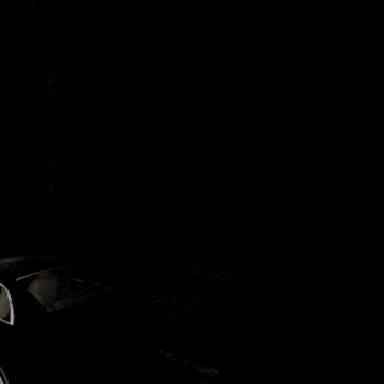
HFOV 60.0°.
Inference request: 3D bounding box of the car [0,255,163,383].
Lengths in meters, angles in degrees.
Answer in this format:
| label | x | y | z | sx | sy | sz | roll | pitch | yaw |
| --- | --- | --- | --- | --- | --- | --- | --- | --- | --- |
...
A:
| label | x | y | z | sx | sy | sz | roll | pitch | yaw |
| --- | --- | --- | --- | --- | --- | --- | --- | --- | --- |
| car | -2.392 | 1.550 | 4.516 | 4.403 | 1.369 | 2.008 | 0 | 0 | 36 |
